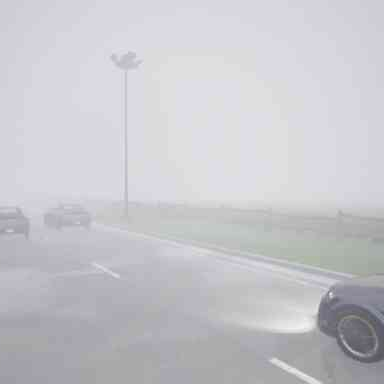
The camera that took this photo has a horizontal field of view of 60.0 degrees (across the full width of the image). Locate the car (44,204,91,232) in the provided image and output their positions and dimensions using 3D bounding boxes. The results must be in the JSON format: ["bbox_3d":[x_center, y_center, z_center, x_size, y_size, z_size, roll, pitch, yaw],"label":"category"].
[{"bbox_3d":[-7.646,1.466,20.189,2.128,1.511,4.902,0,0,-35],"label":"car"}]

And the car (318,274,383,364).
[{"bbox_3d":[3.694,1.558,3.913,1.994,1.385,4.181,0,0,-35],"label":"car"}]

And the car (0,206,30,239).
[{"bbox_3d":[-9.341,1.470,16.498,2.128,1.511,4.902,0,0,-35],"label":"car"}]
